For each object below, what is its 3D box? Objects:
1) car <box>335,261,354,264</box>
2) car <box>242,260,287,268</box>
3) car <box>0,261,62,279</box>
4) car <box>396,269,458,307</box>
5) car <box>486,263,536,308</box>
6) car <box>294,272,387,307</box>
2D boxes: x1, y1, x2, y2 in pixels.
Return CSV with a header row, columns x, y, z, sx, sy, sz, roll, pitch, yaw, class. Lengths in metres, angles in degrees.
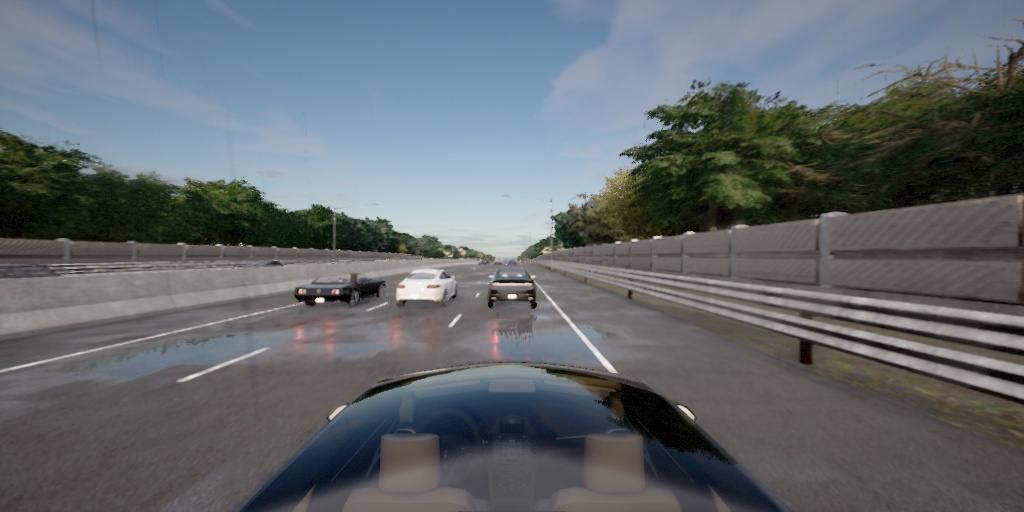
x,y,z,sx,sy,sz,roll,pitch,yaw,class
-17.496,1.235,37.270,2.033,1.411,5.357,0,0,0,car
-24.510,1.176,35.628,1.837,1.490,4.892,0,0,1,car
-17.588,1.053,11.558,2.097,1.767,4.553,0,0,0,car
-3.495,1.264,15.261,1.812,1.442,4.674,0,0,0,car
0.006,1.240,15.266,2.128,1.511,4.902,0,0,0,car
-6.995,1.330,15.288,1.895,1.301,4.718,0,0,0,car
